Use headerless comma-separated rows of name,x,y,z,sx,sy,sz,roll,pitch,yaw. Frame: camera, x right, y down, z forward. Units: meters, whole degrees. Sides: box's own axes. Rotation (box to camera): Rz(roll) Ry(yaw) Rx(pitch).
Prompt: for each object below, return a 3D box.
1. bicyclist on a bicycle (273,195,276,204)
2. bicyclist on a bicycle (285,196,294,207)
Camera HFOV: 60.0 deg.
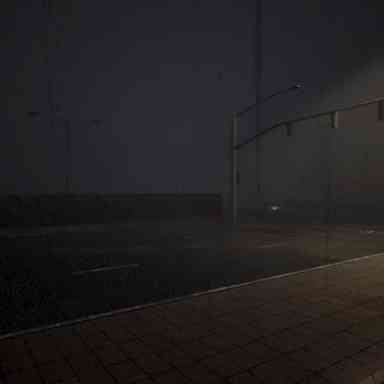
bicyclist on a bicycle,13.431,1.300,54.041,0.582,1.620,1.656,0,0,22
bicyclist on a bicycle,14.396,1.453,49.126,1.656,1.620,0.582,0,0,-22
